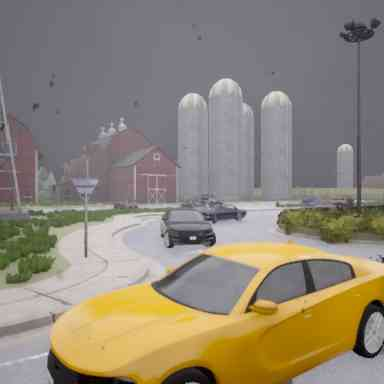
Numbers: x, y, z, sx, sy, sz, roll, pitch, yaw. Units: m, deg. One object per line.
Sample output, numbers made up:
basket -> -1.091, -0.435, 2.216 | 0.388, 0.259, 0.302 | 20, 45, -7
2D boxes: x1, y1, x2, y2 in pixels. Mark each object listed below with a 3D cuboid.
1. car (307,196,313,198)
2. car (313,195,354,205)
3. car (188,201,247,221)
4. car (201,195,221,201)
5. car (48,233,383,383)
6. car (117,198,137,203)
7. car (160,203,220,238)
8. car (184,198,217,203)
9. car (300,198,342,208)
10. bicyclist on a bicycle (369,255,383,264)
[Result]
car -> 22.783, 1.480, 62.252 | 2.242, 1.667, 4.611 | 0, 0, -34
car -> 18.653, 1.310, 43.409 | 1.932, 1.855, 4.605 | 0, 0, -34
car -> 2.046, 1.601, 24.956 | 1.895, 1.301, 4.718 | 0, 0, 43
car -> 2.771, 1.313, 48.633 | 1.905, 1.878, 3.866 | 0, 0, -34
car -> 0.763, 1.478, 4.474 | 5.008, 1.535, 1.882 | 0, 0, -34
car -> -8.055, 1.506, 40.577 | 1.816, 1.474, 4.193 | 0, 0, -34
car -> -0.363, 1.478, 15.040 | 1.882, 1.535, 5.008 | 0, 0, -9
car -> 0.169, 1.521, 30.613 | 1.784, 1.438, 3.905 | 0, 0, -34
car -> 12.599, 1.564, 33.239 | 4.181, 1.385, 1.994 | 0, 0, -35
bicyclist on a bicycle -> 3.843, 1.454, 6.065 | 0.582, 1.620, 1.656 | 0, -2, -34
